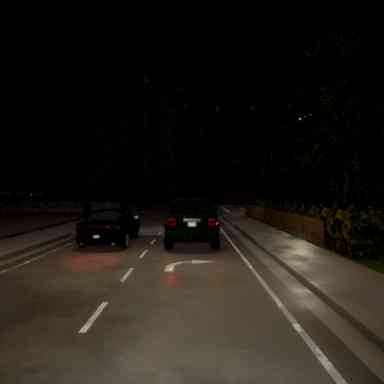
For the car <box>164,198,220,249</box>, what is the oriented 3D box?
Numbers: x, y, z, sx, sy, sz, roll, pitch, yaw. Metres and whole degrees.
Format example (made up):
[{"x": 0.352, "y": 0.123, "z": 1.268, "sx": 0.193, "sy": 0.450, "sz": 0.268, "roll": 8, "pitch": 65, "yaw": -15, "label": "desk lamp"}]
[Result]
[{"x": 0.000, "y": 1.257, "z": 14.680, "sx": 2.150, "sy": 2.045, "sz": 5.566, "roll": 0, "pitch": 0, "yaw": 0, "label": "car"}]

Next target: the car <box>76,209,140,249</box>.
[{"x": -3.500, "y": 1.484, "z": 14.650, "sx": 1.882, "sy": 1.535, "sz": 5.008, "roll": 0, "pitch": 0, "yaw": 0, "label": "car"}]
